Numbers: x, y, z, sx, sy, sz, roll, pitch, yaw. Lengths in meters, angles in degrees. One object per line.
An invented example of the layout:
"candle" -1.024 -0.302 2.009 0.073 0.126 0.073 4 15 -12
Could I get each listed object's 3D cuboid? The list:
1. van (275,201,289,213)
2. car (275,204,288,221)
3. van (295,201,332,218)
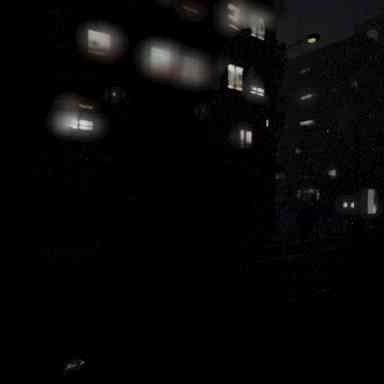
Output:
"van" 10.181 1.976 41.632 1.690 1.788 3.998 -1 0 -36
"car" 6.756 2.098 32.198 1.802 1.307 4.206 -1 0 -36
"van" 13.497 1.903 37.117 1.690 1.788 3.998 -1 0 -36
